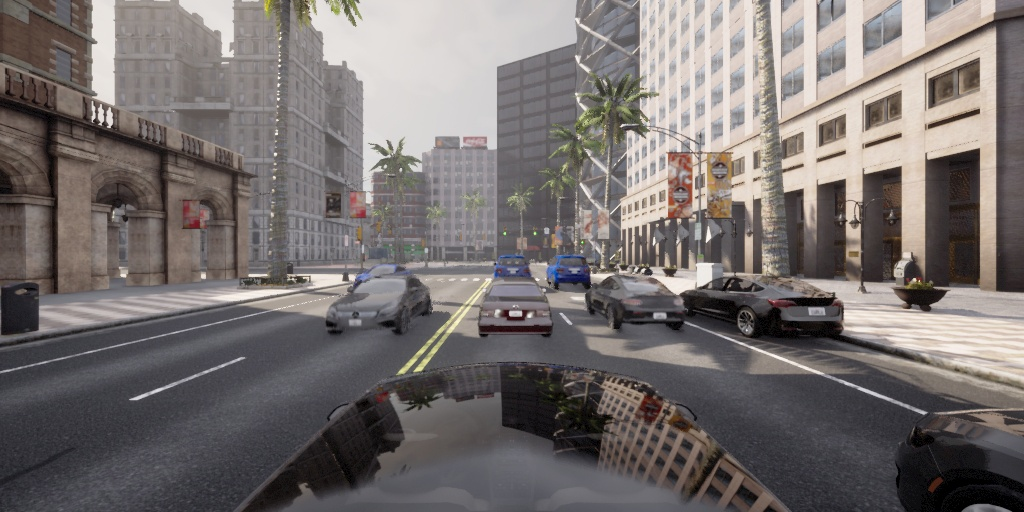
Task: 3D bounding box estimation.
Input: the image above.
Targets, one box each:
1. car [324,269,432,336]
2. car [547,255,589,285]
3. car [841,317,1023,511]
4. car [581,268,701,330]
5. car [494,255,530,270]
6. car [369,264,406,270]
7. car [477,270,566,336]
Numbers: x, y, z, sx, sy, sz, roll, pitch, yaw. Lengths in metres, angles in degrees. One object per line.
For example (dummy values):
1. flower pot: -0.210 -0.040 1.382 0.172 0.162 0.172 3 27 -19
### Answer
1. car: -3.615 1.276 10.567 1.812 1.442 4.674 0 0 0
2. car: 3.515 0.974 23.025 2.150 2.045 5.566 0 0 -1
3. car: 3.601 1.255 0.445 1.837 1.490 4.892 0 0 0
4. car: 3.560 1.276 10.971 1.812 1.442 4.674 0 0 0
5. car: 0.015 0.974 22.906 2.150 2.045 5.566 0 0 -1
6. car: -7.110 1.227 20.215 1.882 1.535 5.008 0 0 0
7. car: 0.067 1.298 10.310 2.033 1.411 5.357 0 0 0
